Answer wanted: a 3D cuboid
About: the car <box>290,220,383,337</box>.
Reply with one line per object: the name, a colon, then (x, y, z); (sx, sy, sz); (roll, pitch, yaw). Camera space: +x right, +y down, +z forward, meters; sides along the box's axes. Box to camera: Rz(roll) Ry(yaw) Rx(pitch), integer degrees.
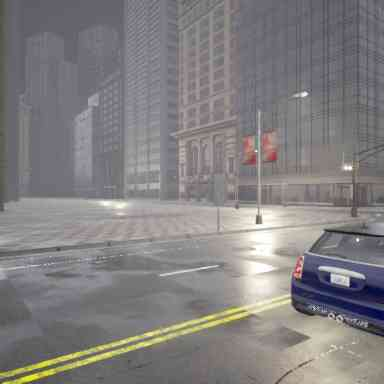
car: (3.974, 1.352, 6.293); (4.553, 1.767, 2.097); (0, 0, -36)
